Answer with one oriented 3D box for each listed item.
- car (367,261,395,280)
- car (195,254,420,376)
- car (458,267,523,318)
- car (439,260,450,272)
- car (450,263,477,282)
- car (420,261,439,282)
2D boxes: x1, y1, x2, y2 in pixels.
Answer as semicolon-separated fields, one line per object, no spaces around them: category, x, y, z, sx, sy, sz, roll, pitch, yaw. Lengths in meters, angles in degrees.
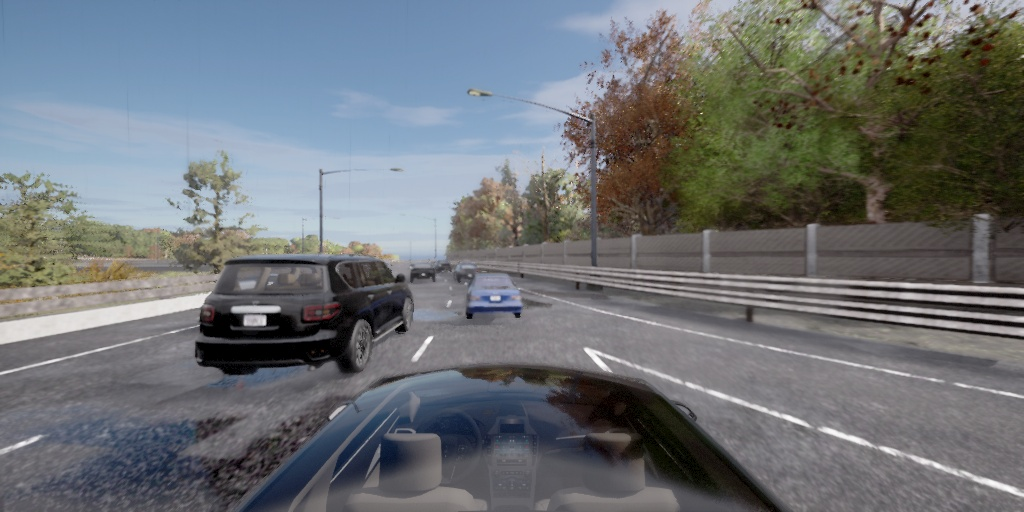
car;-12.147;1.290;33.464;2.128;1.511;4.902;0;0;-17
car;-3.696;0.987;7.652;2.150;2.045;5.566;0;0;-3
car;-0.751;1.298;13.102;2.033;1.411;5.357;0;0;-6
car;-8.688;1.285;44.344;1.837;1.490;4.892;0;0;-22
car;-3.634;1.286;28.828;1.812;1.442;4.674;0;0;-14
car;-7.341;1.255;29.384;1.882;1.535;5.008;0;0;-16
